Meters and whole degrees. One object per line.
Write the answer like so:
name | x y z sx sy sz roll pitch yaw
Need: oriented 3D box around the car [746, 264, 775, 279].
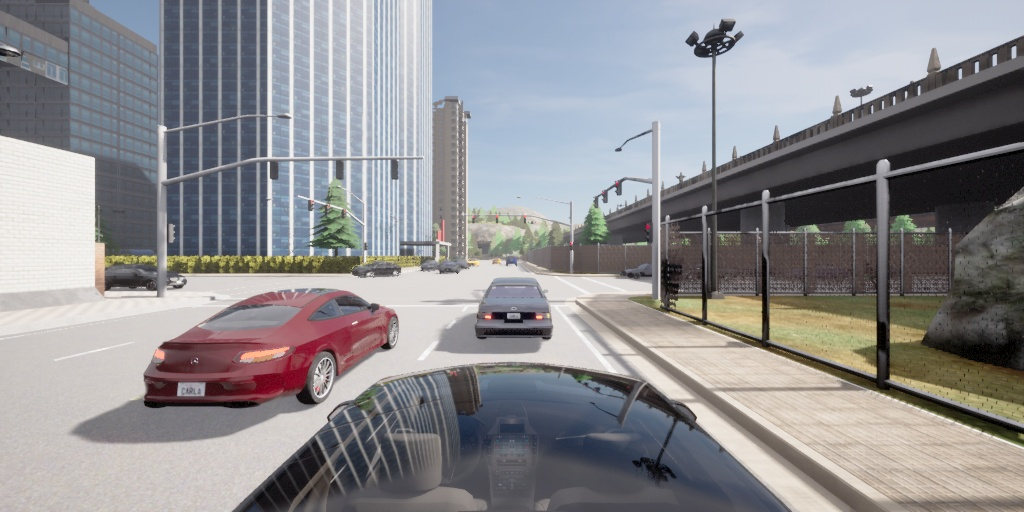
car | 22.306 1.406 32.674 4.718 1.301 1.895 0 0 0

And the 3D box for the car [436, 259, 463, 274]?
car | -6.962 1.316 40.177 1.994 1.385 4.181 0 0 -4

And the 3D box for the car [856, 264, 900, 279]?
car | 32.546 1.406 32.709 4.718 1.301 1.895 0 0 0

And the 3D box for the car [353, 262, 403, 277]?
car | -12.959 1.294 34.826 1.837 1.490 4.892 3 1 34

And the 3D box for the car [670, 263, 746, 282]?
car | 15.660 1.297 29.145 4.902 1.511 2.128 0 0 0

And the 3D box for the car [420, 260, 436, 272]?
car | -10.694 1.276 47.261 1.812 1.442 4.674 0 0 0

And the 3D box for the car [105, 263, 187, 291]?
car | -22.587 1.331 21.799 4.674 1.442 1.812 0 0 0

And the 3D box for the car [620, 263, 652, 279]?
car | 12.716 1.353 32.632 5.357 1.411 2.033 0 0 0

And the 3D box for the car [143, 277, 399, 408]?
car | -3.450 1.276 6.174 1.812 1.442 4.674 0 0 0

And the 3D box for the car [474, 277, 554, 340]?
car | 0.078 1.297 9.994 2.033 1.411 5.357 0 0 1

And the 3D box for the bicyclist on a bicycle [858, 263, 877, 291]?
bicyclist on a bicycle | 18.263 1.106 18.173 0.582 1.620 1.656 0 0 0

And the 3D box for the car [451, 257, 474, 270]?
car | -7.198 1.297 51.539 2.033 1.411 5.357 0 0 0

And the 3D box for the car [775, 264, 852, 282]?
car | 24.616 1.331 29.173 4.674 1.442 1.812 0 0 0
